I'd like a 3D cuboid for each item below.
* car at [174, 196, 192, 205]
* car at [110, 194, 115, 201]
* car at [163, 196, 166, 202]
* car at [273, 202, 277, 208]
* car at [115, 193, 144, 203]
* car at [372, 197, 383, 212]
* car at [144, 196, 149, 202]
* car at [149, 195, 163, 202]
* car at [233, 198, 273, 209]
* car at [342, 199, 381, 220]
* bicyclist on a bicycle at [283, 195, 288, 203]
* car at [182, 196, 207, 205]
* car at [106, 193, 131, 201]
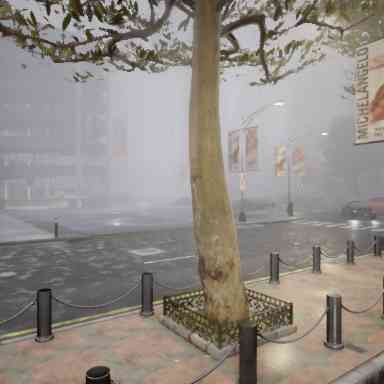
[{"bbox_3d":[-0.982,1.546,57.269,2.033,1.411,5.357,0,0,-37],"label":"car"},{"bbox_3d":[-18.822,1.545,77.848,4.718,1.301,1.895,0,0,11],"label":"car"},{"bbox_3d":[-8.332,1.525,77.525,4.902,1.511,2.128,0,0,26],"label":"car"},{"bbox_3d":[10.119,1.564,47.930,1.994,1.385,4.181,0,0,-36],"label":"car"},{"bbox_3d":[-12.839,1.353,68.023,4.553,1.767,2.097,0,0,30],"label":"car"},{"bbox_3d":[20.221,1.352,33.916,2.097,1.767,4.553,0,0,-36],"label":"car"},{"bbox_3d":[-12.201,1.521,71.662,4.674,1.442,1.812,0,0,29],"label":"car"},{"bbox_3d":[-9.545,1.524,74.225,4.674,1.442,1.812,0,0,26],"label":"car"},{"bbox_3d":[7.852,1.547,45.107,2.033,1.411,5.357,0,0,-36],"label":"car"},{"bbox_3d":[14.110,1.526,28.268,1.812,1.442,4.674,1,0,13],"label":"car"},{"bbox_3d":[17.569,1.300,62.357,1.656,1.620,0.582,0,0,-36],"label":"bicyclist on a bicycle"},{"bbox_3d":[0.417,1.477,60.987,1.882,1.535,5.008,0,0,-40],"label":"car"},{"bbox_3d":[-17.889,1.165,81.222,5.566,2.045,2.150,0,0,11],"label":"car"}]
